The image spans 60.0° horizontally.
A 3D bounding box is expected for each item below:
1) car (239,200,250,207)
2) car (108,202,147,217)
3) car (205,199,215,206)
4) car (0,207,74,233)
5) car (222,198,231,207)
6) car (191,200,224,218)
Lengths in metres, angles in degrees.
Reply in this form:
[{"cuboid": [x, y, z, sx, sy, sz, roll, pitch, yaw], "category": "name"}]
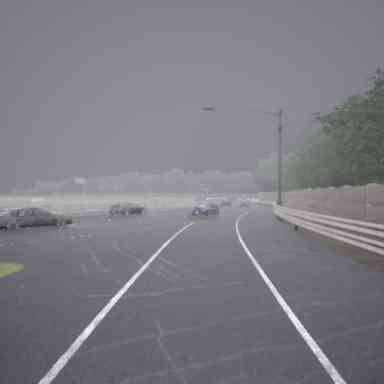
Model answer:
[{"cuboid": [10.284, 2.290, 65.943, 2.033, 1.411, 5.357, 0, -1, 6], "category": "car"}, {"cuboid": [-6.511, 1.762, 34.176, 2.128, 1.511, 4.902, 1, 0, 26], "category": "car"}, {"cuboid": [3.913, 2.318, 72.584, 1.994, 1.385, 4.181, 0, -1, 4], "category": "car"}, {"cuboid": [-10.150, 1.647, 20.658, 2.033, 1.411, 5.357, 0, -1, 37], "category": "car"}, {"cuboid": [7.080, 2.106, 69.277, 2.097, 1.767, 4.553, 0, -1, 5], "category": "car"}, {"cuboid": [1.410, 1.865, 34.662, 1.812, 1.442, 4.674, 0, -1, 24], "category": "car"}]
